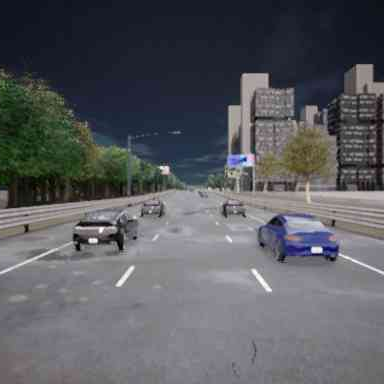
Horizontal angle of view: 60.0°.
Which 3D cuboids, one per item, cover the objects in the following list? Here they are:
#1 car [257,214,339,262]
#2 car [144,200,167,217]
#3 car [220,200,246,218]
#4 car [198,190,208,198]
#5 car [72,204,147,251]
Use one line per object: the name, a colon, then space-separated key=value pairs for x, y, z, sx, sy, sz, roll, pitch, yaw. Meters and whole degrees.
car: x=3.599 y=1.498 z=11.887 sx=1.812 sy=1.442 sz=4.674 roll=0 pitch=0 yaw=0
car: x=-3.405 y=1.424 z=29.830 sx=2.128 sy=1.511 sz=4.902 roll=0 pitch=0 yaw=0
car: x=3.594 y=1.424 z=29.819 sx=2.128 sy=1.511 sz=4.902 roll=0 pitch=0 yaw=0
car: x=3.487 y=0.829 z=91.329 sx=1.994 sy=1.385 sz=4.181 roll=0 pitch=1 yaw=0
car: x=-3.402 y=1.459 z=13.874 sx=2.128 sy=1.511 sz=4.902 roll=0 pitch=0 yaw=0
